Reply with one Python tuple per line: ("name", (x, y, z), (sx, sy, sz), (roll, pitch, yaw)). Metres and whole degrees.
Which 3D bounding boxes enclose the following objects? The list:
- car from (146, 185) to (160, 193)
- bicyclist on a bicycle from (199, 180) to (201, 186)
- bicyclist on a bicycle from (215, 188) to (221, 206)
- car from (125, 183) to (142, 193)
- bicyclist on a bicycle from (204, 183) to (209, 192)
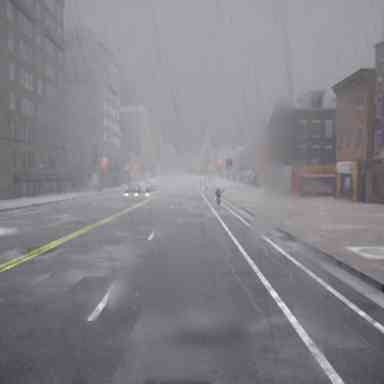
("car", (-6.514, -0.493, 55.573), (1.994, 1.385, 4.181), (0, 2, 0))
("bicyclist on a bicycle", (2.253, -2.372, 90.485), (0.659, 1.776, 1.843), (0, 4, 2))
("bicyclist on a bicycle", (2.265, 0.461, 28.507), (0.582, 1.620, 1.656), (0, 2, 1))
("car", (-9.764, -0.698, 55.688), (2.097, 1.767, 4.553), (0, 2, 0))
("bicyclist on a bicycle", (2.540, -0.747, 59.164), (0.866, 1.612, 1.509), (1, 3, 9))
